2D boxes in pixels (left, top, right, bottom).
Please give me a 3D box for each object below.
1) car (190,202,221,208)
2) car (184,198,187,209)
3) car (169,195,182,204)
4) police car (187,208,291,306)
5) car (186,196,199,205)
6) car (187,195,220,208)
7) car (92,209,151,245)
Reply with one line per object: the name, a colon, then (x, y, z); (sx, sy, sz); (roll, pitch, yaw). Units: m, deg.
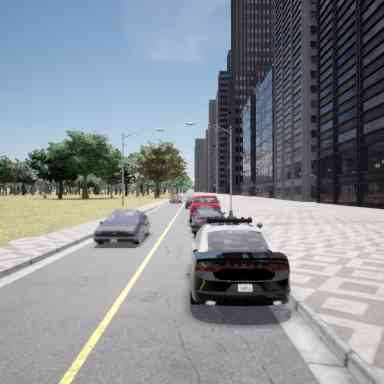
car: (0.911, 1.521, 18.127); (1.812, 1.442, 4.674); (0, 0, 0)
car: (0.050, 1.461, 44.995); (1.837, 1.490, 4.892); (0, 0, 1)
car: (-2.966, 1.276, 60.782); (2.097, 1.767, 4.553); (0, 0, 0)
police car: (0.906, 1.425, 8.236); (1.930, 1.638, 5.238); (0, 0, 0)
car: (0.033, 1.422, 58.034); (2.128, 1.511, 4.902); (0, 0, 0)
car: (0.913, 1.214, 24.157); (2.150, 2.045, 5.566); (0, 0, 0)
car: (-3.088, 1.544, 15.792); (2.033, 1.411, 5.357); (0, 0, 0)
